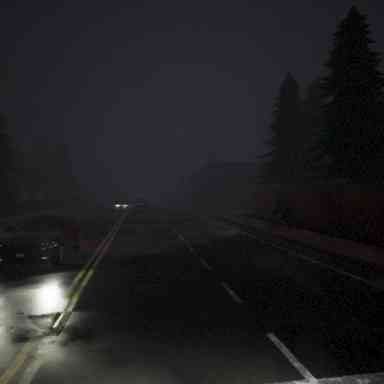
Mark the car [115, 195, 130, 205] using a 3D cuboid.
[{"bbox_3d":[-12.888,1.695,60.988,1.994,1.385,4.181,-1,0,-8],"label":"car"}]

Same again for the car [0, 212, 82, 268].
[{"bbox_3d":[-5.232,1.531,11.867,1.882,1.535,5.008,-1,0,-9],"label":"car"}]

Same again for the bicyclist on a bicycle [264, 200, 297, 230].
[{"bbox_3d":[4.926,1.251,18.609,1.656,1.620,0.582,-1,0,-5],"label":"bicyclist on a bicycle"}]

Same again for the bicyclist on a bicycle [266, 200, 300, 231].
[{"bbox_3d":[4.850,1.252,17.675,1.656,1.620,0.582,-1,0,19],"label":"bicyclist on a bicycle"}]

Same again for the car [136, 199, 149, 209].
[{"bbox_3d":[-6.851,1.618,45.821,2.033,1.411,5.357,-1,0,-9],"label":"car"}]
